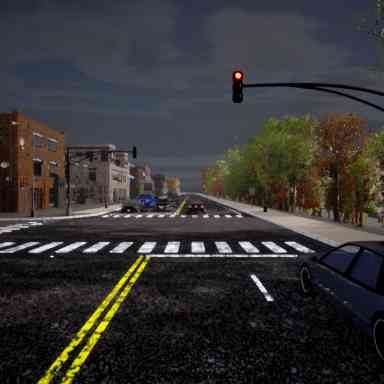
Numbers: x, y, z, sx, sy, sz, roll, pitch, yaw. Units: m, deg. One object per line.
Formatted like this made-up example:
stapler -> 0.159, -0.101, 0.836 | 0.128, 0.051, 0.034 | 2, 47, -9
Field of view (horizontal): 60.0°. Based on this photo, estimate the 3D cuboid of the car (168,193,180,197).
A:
car -> -3.377, 1.214, 59.271 | 2.150, 2.045, 5.566 | 0, 0, 0

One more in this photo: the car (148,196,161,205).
car -> -6.624, 1.518, 58.824 | 1.812, 1.442, 4.674 | 0, 0, 0

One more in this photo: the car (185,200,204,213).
car -> 0.292, 1.541, 36.764 | 2.033, 1.411, 5.357 | 0, 0, -3

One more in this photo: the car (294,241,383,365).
car -> 3.353, 1.546, 5.573 | 2.033, 1.411, 5.357 | 0, 0, 0

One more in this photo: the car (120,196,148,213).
car -> -6.598, 1.541, 37.381 | 2.033, 1.411, 5.357 | 0, 0, 0

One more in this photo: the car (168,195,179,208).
car -> -3.361, 1.557, 48.595 | 1.994, 1.385, 4.181 | 0, 0, 0

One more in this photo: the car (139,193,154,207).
car -> -6.616, 1.215, 47.900 | 2.150, 2.045, 5.566 | 0, 0, 0

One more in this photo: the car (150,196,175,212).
car -> -3.345, 1.498, 38.680 | 1.837, 1.490, 4.892 | 0, 0, 0
